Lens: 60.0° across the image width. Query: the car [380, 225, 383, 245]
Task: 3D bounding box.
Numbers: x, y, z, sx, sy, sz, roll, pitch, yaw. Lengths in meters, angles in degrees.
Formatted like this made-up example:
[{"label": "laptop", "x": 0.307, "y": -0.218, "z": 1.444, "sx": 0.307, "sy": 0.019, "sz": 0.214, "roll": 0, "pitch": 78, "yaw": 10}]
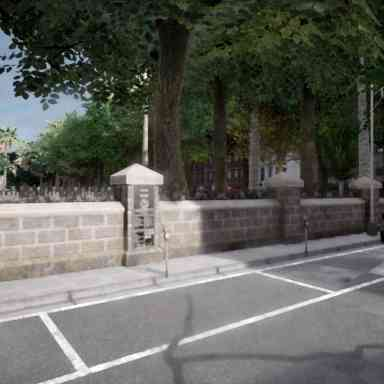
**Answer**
[{"label": "car", "x": 6.554, "y": 1.543, "z": 8.047, "sx": 4.674, "sy": 1.442, "sz": 1.812, "roll": 0, "pitch": 0, "yaw": -35}]
